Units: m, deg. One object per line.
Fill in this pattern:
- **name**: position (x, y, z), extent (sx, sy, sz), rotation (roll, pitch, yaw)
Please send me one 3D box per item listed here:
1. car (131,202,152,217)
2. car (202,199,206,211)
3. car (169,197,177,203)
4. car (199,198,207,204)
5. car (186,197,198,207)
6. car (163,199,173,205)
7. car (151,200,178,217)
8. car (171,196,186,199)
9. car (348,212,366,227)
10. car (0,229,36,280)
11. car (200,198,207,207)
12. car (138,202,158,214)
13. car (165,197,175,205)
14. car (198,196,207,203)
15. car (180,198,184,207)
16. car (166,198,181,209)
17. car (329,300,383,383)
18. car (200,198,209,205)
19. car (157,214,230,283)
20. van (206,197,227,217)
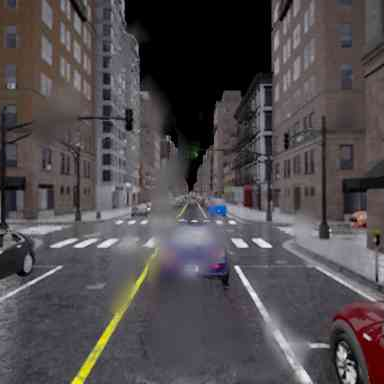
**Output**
- **car**: position (-5.333, 1.873, 35.096), extent (2.008, 1.369, 4.403), rotation (0, -1, 0)
- **car**: position (2.710, 2.008, 46.453), extent (1.802, 1.307, 4.206), rotation (0, -1, 0)
- **car**: position (-5.242, 2.255, 91.913), extent (1.967, 1.590, 4.097), rotation (0, 0, 0)
- **car**: position (2.774, 2.318, 86.221), extent (2.008, 1.369, 4.403), rotation (0, 0, 0)
- **car**: position (0.153, 2.134, 64.842), extent (2.033, 1.411, 5.357), rotation (0, 0, 0)
- **car**: position (-5.269, 2.237, 74.867), extent (1.947, 1.339, 4.313), rotation (0, 0, 0)
- **car**: position (-2.795, 1.885, 34.987), extent (1.994, 1.385, 4.181), rotation (0, -1, 0)
- **car**: position (-2.694, 2.082, 63.738), extent (1.837, 1.490, 4.892), rotation (0, 0, 1)
- **car**: position (13.300, 1.653, 22.943), extent (4.553, 1.767, 2.097), rotation (0, -1, 1)
- **car**: position (-5.377, 1.626, 8.015), extent (2.008, 1.369, 4.403), rotation (0, -1, 0)
- **car**: position (2.728, 2.109, 57.815), extent (1.802, 1.307, 4.206), rotation (0, 0, 0)
- **car**: position (-5.324, 1.919, 40.777), extent (1.887, 1.381, 4.507), rotation (0, -1, 0)
- **car**: position (-5.260, 2.034, 80.550), extent (2.192, 1.841, 5.009), rotation (0, 0, 0)
- **car**: position (2.738, 1.890, 63.499), extent (2.192, 1.841, 5.009), rotation (0, 0, 0)
- **car**: position (-2.749, 2.055, 53.768), extent (1.994, 1.385, 4.181), rotation (0, -1, 1)
- **car**: position (-2.781, 1.907, 43.841), extent (1.837, 1.490, 4.892), rotation (0, -1, 0)
- **car**: position (2.639, 1.464, 2.494), extent (1.967, 1.590, 4.097), rotation (0, -1, 0)
- **car**: position (2.756, 2.111, 74.860), extent (1.967, 1.590, 4.097), rotation (0, 0, 0)
- **car**: position (0.048, 1.617, 9.866), extent (1.812, 1.442, 4.674), rotation (0, 0, 1)
- **van**: position (2.692, 1.664, 35.093), extent (1.690, 1.788, 3.998), rotation (0, -1, 0)
